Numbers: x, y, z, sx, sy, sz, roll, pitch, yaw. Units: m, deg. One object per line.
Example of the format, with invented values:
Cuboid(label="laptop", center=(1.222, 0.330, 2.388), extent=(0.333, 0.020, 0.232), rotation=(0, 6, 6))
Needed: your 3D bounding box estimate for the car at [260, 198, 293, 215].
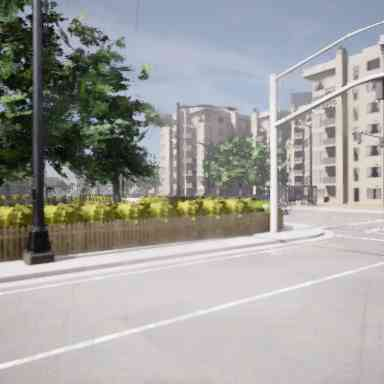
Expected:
Cuboid(label="car", center=(7.248, 1.357, 31.411), extent=(2.128, 1.511, 4.902), rotation=(0, 0, -35))
